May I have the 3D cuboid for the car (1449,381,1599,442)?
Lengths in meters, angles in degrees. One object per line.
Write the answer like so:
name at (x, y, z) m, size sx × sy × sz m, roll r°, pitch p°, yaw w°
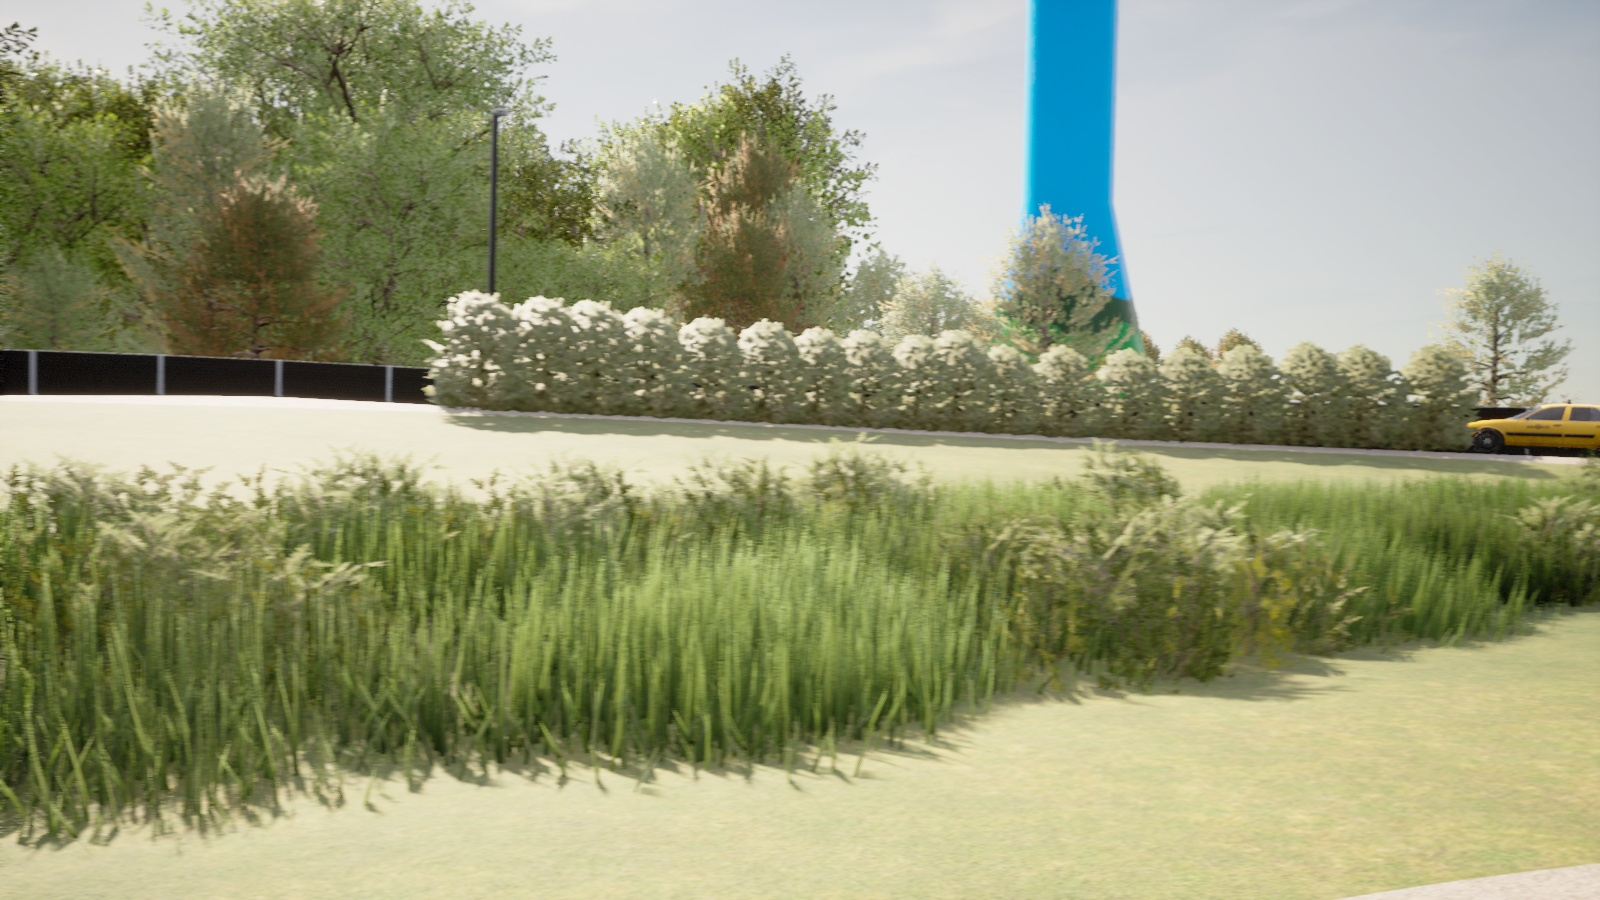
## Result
car at (20.479, -1.029, 33.701) m, size 5.366 × 1.575 × 1.801 m, roll 1°, pitch 1°, yaw 28°
